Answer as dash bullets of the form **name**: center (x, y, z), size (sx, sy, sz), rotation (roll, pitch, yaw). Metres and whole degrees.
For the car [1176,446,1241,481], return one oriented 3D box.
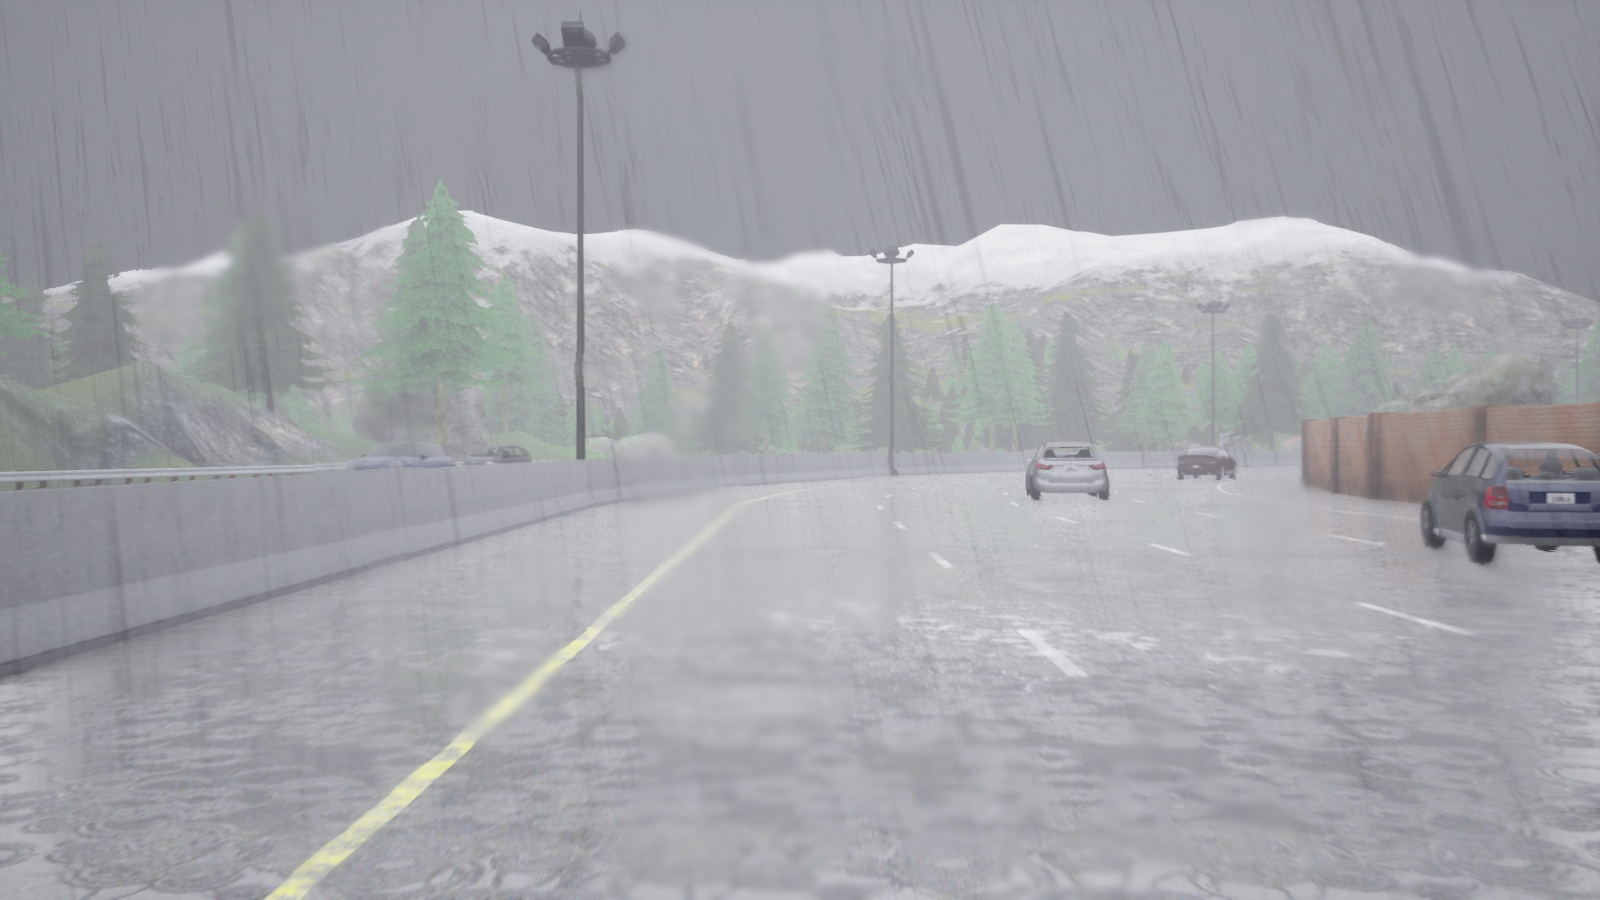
- **car**: center (18.807, 0.602, 57.692), size (1.882, 1.535, 5.008), rotation (0, 0, 30)

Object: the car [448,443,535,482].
- **car**: center (-13.255, 0.504, 54.200), size (1.851, 1.617, 3.988), rotation (0, 0, 17)

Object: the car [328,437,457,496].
- **car**: center (-12.892, 0.499, 40.090), size (2.097, 1.767, 4.553), rotation (0, 0, 9)

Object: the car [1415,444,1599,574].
- **car**: center (9.609, 0.693, 16.788), size (1.789, 1.549, 3.705), rotation (0, 0, 15)

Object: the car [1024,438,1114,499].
- **car**: center (7.833, 0.509, 36.963), size (2.242, 1.667, 4.611), rotation (0, 0, 8)
